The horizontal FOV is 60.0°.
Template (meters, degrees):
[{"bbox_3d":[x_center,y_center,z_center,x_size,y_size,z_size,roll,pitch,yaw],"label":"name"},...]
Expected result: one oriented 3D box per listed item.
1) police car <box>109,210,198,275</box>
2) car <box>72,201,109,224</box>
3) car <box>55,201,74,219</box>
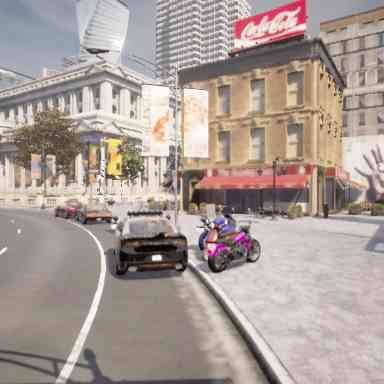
[{"bbox_3d":[-1.526,1.414,10.675,1.930,1.638,5.238,0,0,-15],"label":"police car"},{"bbox_3d":[-7.348,1.580,24.614,1.895,1.301,4.718,0,0,-28],"label":"car"},{"bbox_3d":[-10.642,1.502,29.304,2.002,1.452,4.674,0,0,-38],"label":"car"}]
